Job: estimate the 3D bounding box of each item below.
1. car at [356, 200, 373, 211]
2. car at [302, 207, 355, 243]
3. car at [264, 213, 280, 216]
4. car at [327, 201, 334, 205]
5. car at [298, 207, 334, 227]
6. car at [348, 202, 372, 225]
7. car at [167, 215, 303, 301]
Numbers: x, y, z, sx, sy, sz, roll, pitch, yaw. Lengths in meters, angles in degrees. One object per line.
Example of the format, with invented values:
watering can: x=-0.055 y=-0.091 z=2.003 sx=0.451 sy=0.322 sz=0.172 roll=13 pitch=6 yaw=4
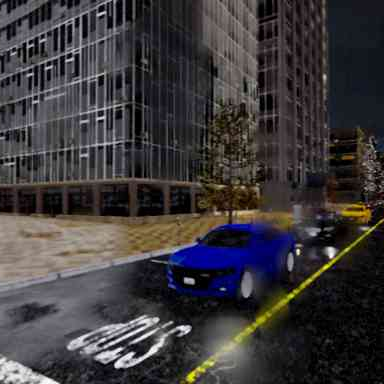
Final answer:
car: x=28.593 y=2.227 z=55.045 sx=1.967 sy=1.590 sz=4.097 roll=0 pitch=-1 yaw=33
car: x=7.019 y=1.753 z=17.705 sx=2.128 sy=1.511 sz=4.902 roll=-1 pitch=-1 yaw=33
car: x=3.986 y=1.808 z=17.793 sx=1.752 sy=1.417 sz=4.829 roll=0 pitch=-1 yaw=33
car: x=32.385 y=2.502 z=81.782 sx=4.507 sy=1.381 sz=1.887 roll=0 pitch=-2 yaw=33
car: x=10.207 y=1.992 z=27.212 sx=1.802 sy=1.307 sz=4.206 roll=0 pitch=-1 yaw=33
car: x=13.776 y=1.876 z=27.902 sx=1.882 sy=1.535 sz=5.008 roll=-1 pitch=-1 yaw=34
car: x=1.313 y=1.622 z=9.067 sx=1.882 sy=1.535 sz=5.008 roll=-1 pitch=-1 yaw=33
